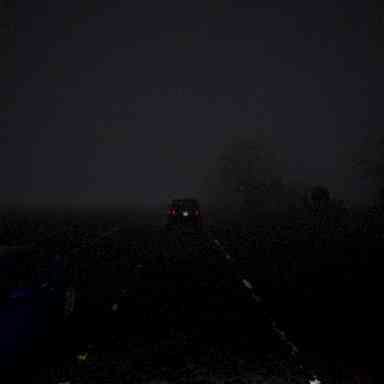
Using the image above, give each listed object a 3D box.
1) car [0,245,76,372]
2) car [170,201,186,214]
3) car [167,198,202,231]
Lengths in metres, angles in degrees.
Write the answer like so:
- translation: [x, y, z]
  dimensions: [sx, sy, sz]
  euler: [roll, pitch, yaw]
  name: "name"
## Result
- translation: [-3.084, 1.572, 4.706]
  dimensions: [1.812, 1.442, 4.674]
  euler: [0, -1, -1]
  name: "car"
- translation: [-1.815, 1.887, 41.342]
  dimensions: [1.837, 1.490, 4.892]
  euler: [0, -1, -5]
  name: "car"
- translation: [-0.524, 1.432, 22.588]
  dimensions: [2.150, 2.045, 5.566]
  euler: [0, 0, -3]
  name: "car"
